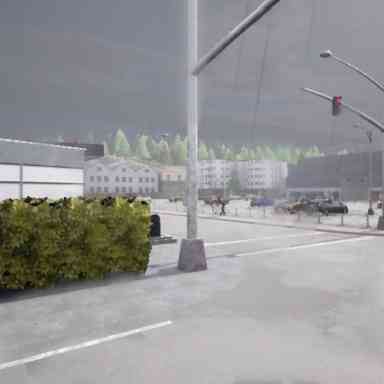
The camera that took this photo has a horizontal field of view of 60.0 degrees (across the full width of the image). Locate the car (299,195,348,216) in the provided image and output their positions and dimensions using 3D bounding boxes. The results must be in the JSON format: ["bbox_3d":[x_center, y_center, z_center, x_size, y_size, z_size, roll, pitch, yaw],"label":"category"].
[{"bbox_3d":[12.152,1.340,29.963,4.514,1.523,2.007,0,0,-35],"label":"car"}]

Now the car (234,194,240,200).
[{"bbox_3d":[9.719,1.232,77.905,3.806,1.475,1.970,0,0,-35],"label":"car"}]

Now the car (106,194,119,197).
[{"bbox_3d":[-19.840,1.309,84.865,4.892,1.490,1.837,0,0,-35],"label":"car"}]

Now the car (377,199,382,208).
[{"bbox_3d":[25.707,1.384,43.066,3.806,1.475,1.970,0,0,-35],"label":"car"}]

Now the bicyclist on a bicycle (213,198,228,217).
[{"bbox_3d":[2.394,1.301,28.039,1.656,1.620,0.582,0,0,-35],"label":"bicyclist on a bicycle"}]

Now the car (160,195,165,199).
[{"bbox_3d":[-6.797,1.333,93.912,4.902,1.511,2.128,0,0,-35],"label":"car"}]

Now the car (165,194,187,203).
[{"bbox_3d":[-2.397,1.097,65.455,4.605,1.855,1.932,0,0,-35],"label":"car"}]

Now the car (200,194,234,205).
[{"bbox_3d":[4.147,1.298,54.832,4.514,1.523,2.007,0,0,-35],"label":"car"}]

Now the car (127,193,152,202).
[{"bbox_3d":[-9.329,1.361,60.572,3.806,1.475,1.970,0,0,-35],"label":"car"}]

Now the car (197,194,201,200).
[{"bbox_3d":[1.842,1.298,76.876,4.514,1.523,2.007,0,0,-35],"label":"car"}]

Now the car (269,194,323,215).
[{"bbox_3d":[10.314,1.330,32.506,5.027,1.636,2.152,0,0,-35],"label":"car"}]

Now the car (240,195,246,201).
[{"bbox_3d":[13.656,1.154,72.827,5.027,1.636,2.152,0,0,-35],"label":"car"}]

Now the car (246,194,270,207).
[{"bbox_3d":[9.830,1.320,46.612,3.633,1.501,1.845,0,0,-35],"label":"car"}]

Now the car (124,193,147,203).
[{"bbox_3d":[-10.730,1.077,63.648,3.866,1.878,1.905,0,0,-35],"label":"car"}]
